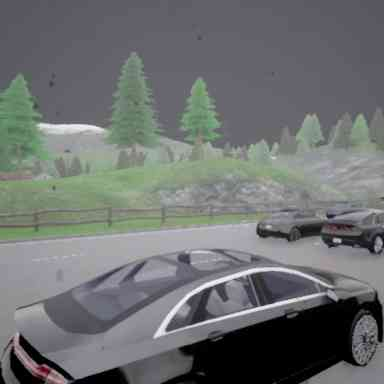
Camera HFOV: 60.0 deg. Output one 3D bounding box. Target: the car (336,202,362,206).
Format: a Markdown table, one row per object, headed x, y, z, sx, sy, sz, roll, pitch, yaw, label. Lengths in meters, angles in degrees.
| x | y | z | sx | sy | sz | roll | pitch | yaw | label |
| --- | --- | --- | --- | --- | --- | --- | --- | --- | --- |
| 11.997 | 1.445 | 25.199 | 4.181 | 1.385 | 1.994 | 0 | 0 | -35 | car |

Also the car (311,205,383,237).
| x | y | z | sx | sy | sz | roll | pitch | yaw | label |
| --- | --- | --- | --- | --- | --- | --- | --- | --- | --- |
| 7.075 | 1.440 | 13.090 | 4.892 | 1.490 | 1.837 | -1 | 0 | -36 | car |

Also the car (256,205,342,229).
| x | y | z | sx | sy | sz | roll | pitch | yaw | label |
| --- | --- | --- | --- | --- | --- | --- | --- | --- | --- |
| 5.028 | 1.499 | 15.929 | 4.181 | 1.385 | 1.994 | 0 | 0 | -35 | car |

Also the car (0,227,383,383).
| x | y | z | sx | sy | sz | roll | pitch | yaw | label |
| --- | --- | --- | --- | --- | --- | --- | --- | --- | --- |
| 0.473 | 1.478 | 4.084 | 4.902 | 1.511 | 2.128 | 0 | 0 | -36 | car |
